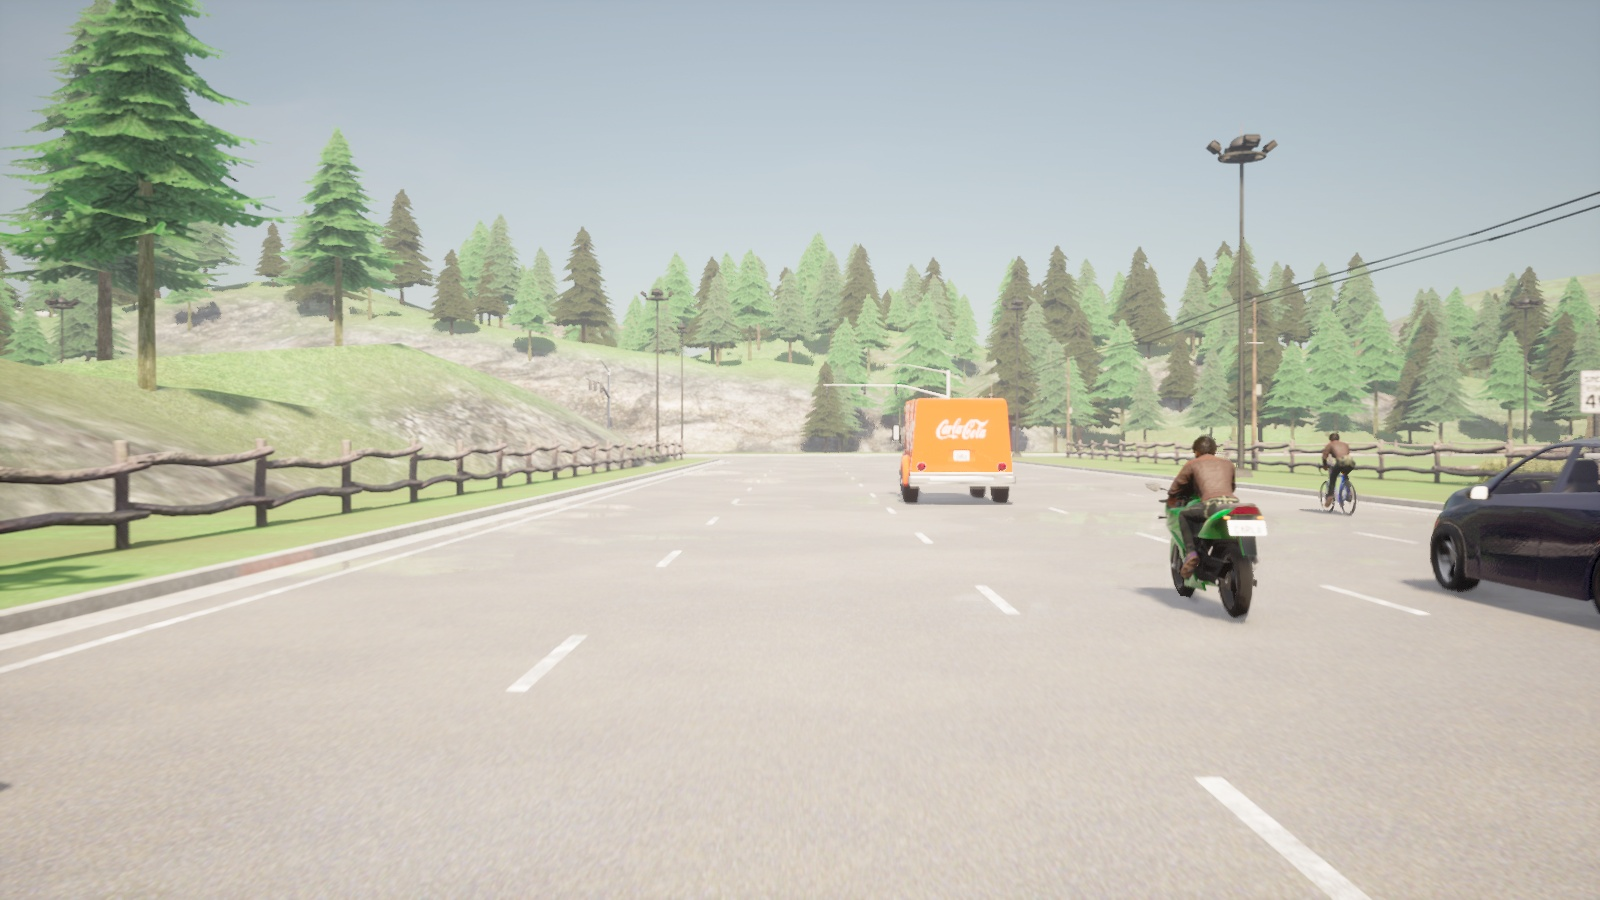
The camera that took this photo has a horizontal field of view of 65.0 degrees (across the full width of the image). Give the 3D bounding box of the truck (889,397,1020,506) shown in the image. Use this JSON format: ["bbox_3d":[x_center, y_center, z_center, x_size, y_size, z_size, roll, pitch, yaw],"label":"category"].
[{"bbox_3d":[3.690,0.016,31.044,2.627,2.467,5.204,0,0,0],"label":"truck"}]

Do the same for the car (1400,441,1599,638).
[{"bbox_3d":[7.040,0.679,10.967,1.845,1.501,3.633,0,0,0],"label":"car"}]

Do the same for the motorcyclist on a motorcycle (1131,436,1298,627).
[{"bbox_3d":[3.577,0.644,11.047,0.797,1.523,2.044,0,0,0],"label":"motorcyclist on a motorcycle"}]

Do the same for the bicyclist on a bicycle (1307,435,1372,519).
[{"bbox_3d":[10.655,0.511,24.856,0.582,1.620,1.656,0,0,0],"label":"bicyclist on a bicycle"}]
